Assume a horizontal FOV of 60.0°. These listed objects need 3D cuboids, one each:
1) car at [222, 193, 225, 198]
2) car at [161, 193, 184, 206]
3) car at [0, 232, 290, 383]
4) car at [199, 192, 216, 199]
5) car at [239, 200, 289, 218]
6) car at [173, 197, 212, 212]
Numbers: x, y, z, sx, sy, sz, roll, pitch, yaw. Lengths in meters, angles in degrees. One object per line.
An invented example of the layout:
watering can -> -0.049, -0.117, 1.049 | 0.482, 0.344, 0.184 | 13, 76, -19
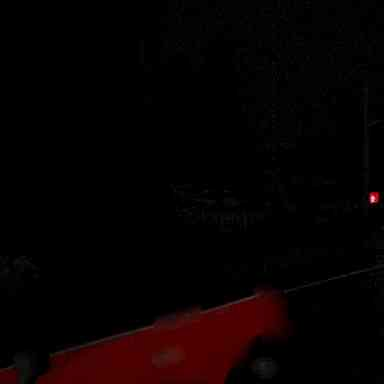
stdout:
car -> 6.976, 1.092, 94.342 | 1.905, 1.878, 3.866 | 0, 0, -37
car -> -3.692, 1.367, 50.066 | 2.097, 1.767, 4.553 | 0, 0, -35
car -> -1.199, 1.352, 3.113 | 4.553, 1.767, 2.097 | 0, 0, -35
car -> 4.889, 1.112, 92.279 | 1.932, 1.855, 4.605 | 0, 0, -37
car -> 6.473, 1.493, 30.358 | 1.882, 1.535, 5.008 | 0, 0, -37
car -> 0.064, 1.579, 38.851 | 1.994, 1.385, 4.181 | 0, 0, -37
